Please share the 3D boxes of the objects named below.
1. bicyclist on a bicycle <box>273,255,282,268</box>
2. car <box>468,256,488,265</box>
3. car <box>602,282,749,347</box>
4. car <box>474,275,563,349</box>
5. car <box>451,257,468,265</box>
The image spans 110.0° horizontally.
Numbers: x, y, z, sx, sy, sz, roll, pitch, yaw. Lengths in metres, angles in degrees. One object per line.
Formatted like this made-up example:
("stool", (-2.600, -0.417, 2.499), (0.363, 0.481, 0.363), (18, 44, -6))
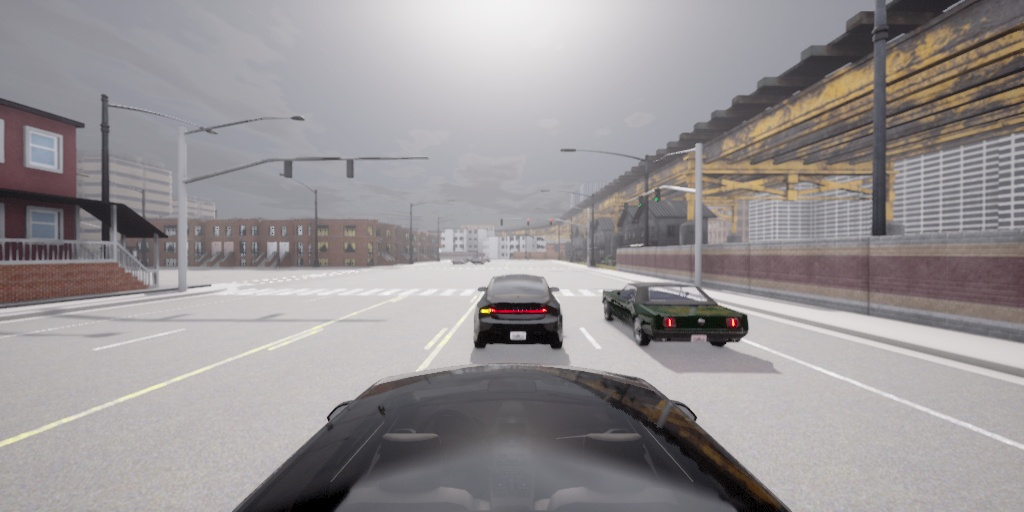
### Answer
("bicyclist on a bicycle", (-30.543, 0.730, 46.681), (0.582, 1.620, 1.656), (0, 1, 1))
("car", (-6.148, 0.850, 64.611), (2.033, 1.411, 5.357), (0, 0, 2))
("car", (3.667, 1.298, 9.152), (1.895, 1.301, 4.718), (0, 0, 1))
("car", (0.161, 1.203, 9.013), (1.837, 1.490, 4.892), (0, 0, 1))
("car", (-9.647, 0.902, 64.687), (1.895, 1.301, 4.718), (0, 0, 1))
